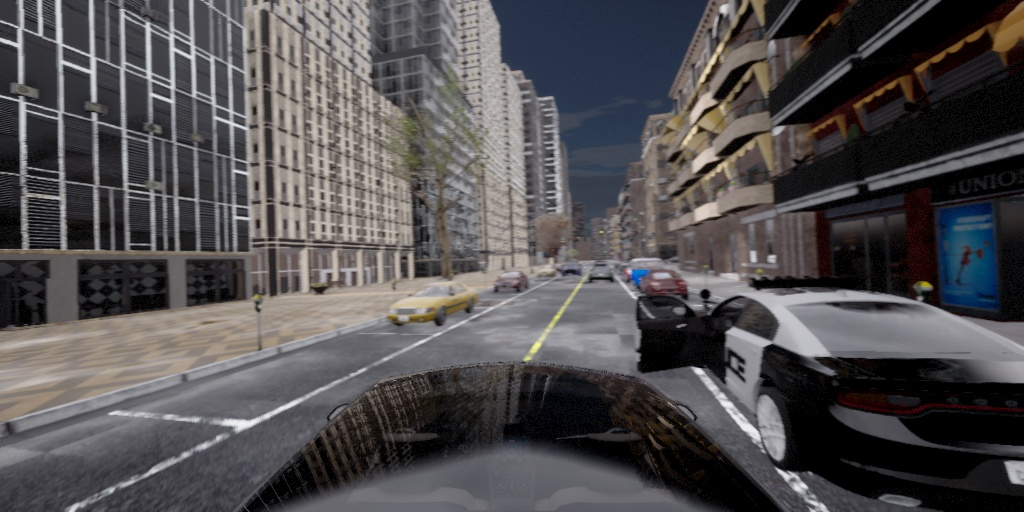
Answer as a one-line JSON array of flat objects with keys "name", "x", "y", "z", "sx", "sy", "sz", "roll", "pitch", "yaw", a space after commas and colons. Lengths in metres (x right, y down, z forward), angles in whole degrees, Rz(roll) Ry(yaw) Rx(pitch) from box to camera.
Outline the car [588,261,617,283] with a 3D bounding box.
[{"name": "car", "x": 7.269, "y": 1.380, "z": 29.266, "sx": 1.994, "sy": 1.385, "sz": 4.181, "roll": -2, "pitch": -1, "yaw": 14}]

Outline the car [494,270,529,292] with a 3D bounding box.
[{"name": "car", "x": 0.059, "y": 1.617, "z": 23.799, "sx": 1.802, "sy": 1.307, "sz": 4.207, "roll": 0, "pitch": 0, "yaw": 14}]

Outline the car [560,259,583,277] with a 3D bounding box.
[{"name": "car", "x": 6.616, "y": 1.331, "z": 39.634, "sx": 2.097, "sy": 1.767, "sz": 4.553, "roll": -3, "pitch": -1, "yaw": 14}]

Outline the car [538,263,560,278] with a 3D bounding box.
[{"name": "car", "x": 3.948, "y": 1.616, "z": 39.759, "sx": 1.751, "sy": 1.417, "sz": 4.829, "roll": 0, "pitch": 0, "yaw": 14}]

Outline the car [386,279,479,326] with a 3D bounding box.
[{"name": "car", "x": -2.600, "y": 1.525, "z": 12.882, "sx": 1.751, "sy": 1.417, "sz": 4.829, "roll": 0, "pitch": 0, "yaw": 14}]

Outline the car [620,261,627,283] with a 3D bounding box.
[{"name": "car", "x": 9.503, "y": 1.139, "z": 27.192, "sx": 1.967, "sy": 1.591, "sz": 4.097, "roll": 0, "pitch": 0, "yaw": 14}]

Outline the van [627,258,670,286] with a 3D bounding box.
[{"name": "van", "x": 8.194, "y": 1.022, "z": 21.817, "sx": 1.690, "sy": 1.789, "sz": 3.998, "roll": 0, "pitch": 0, "yaw": 14}]

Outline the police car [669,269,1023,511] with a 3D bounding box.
[{"name": "police car", "x": 3.631, "y": 1.065, "z": 4.592, "sx": 1.930, "sy": 1.638, "sz": 5.238, "roll": -3, "pitch": -1, "yaw": 14}]

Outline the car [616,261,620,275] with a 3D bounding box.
[{"name": "car", "x": 12.123, "y": 1.287, "z": 37.943, "sx": 2.007, "sy": 1.370, "sz": 4.403, "roll": 0, "pitch": 0, "yaw": 14}]

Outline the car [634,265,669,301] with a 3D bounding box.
[{"name": "car", "x": 6.884, "y": 1.245, "z": 16.442, "sx": 1.802, "sy": 1.307, "sz": 4.207, "roll": 0, "pitch": 0, "yaw": 14}]
